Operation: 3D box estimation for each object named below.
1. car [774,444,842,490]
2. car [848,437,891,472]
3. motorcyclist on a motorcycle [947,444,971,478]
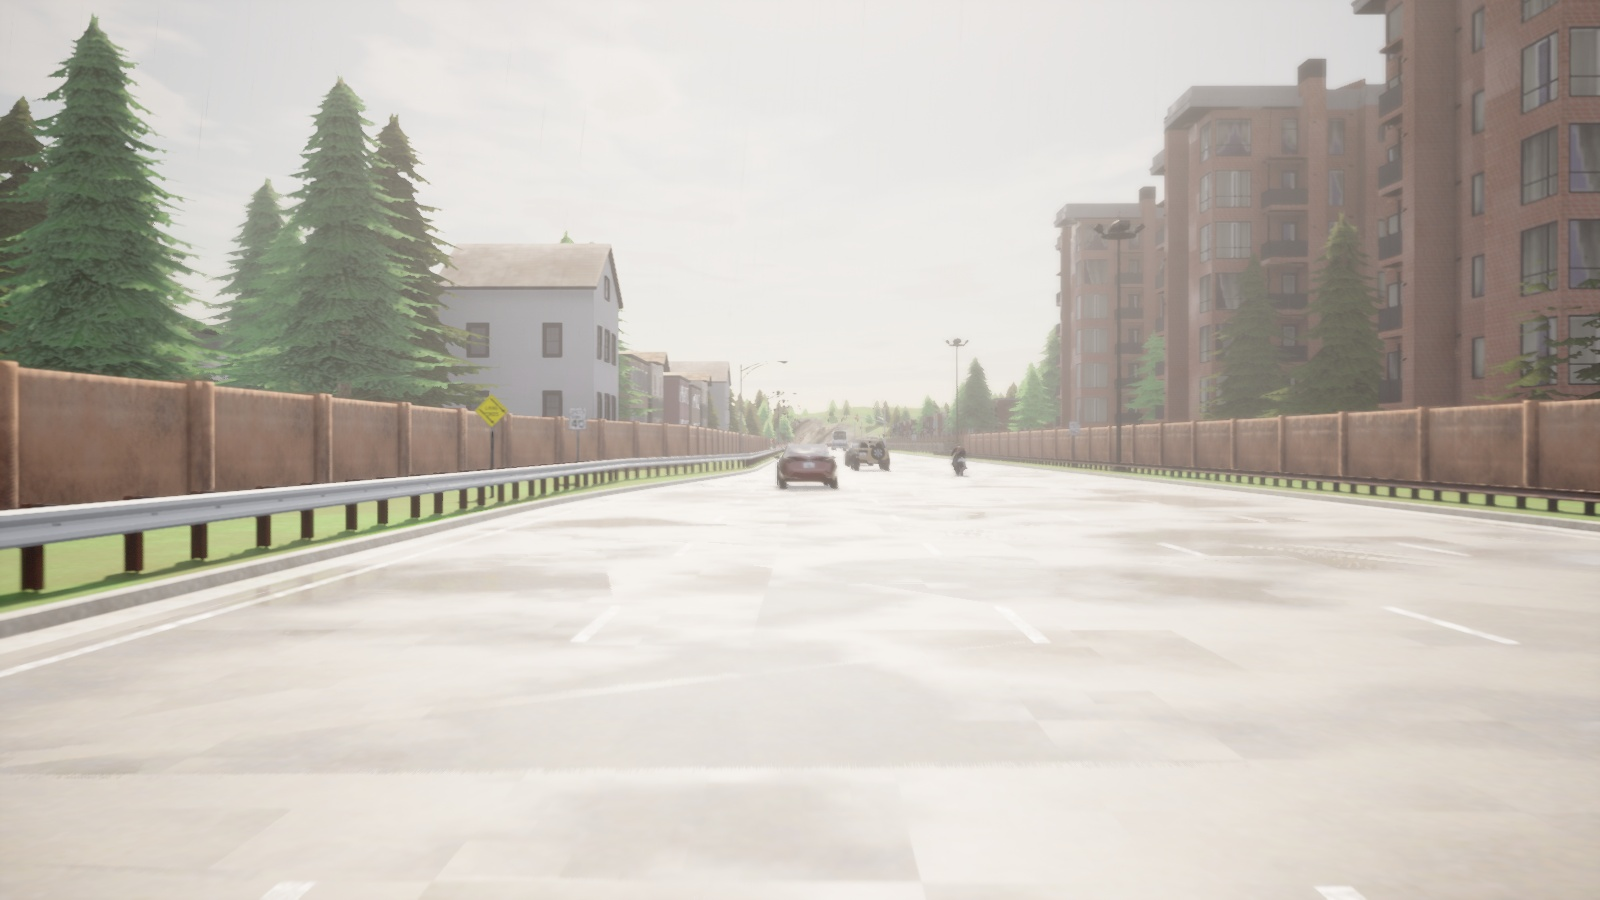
[{"bbox_3d":[0.221,0.535,43.120,2.163,1.488,4.792,0,0,-2],"label":"car"},{"bbox_3d":[3.850,0.224,69.915,1.932,1.855,4.605,1,0,-2],"label":"car"},{"bbox_3d":[7.347,0.502,58.147,0.866,1.530,2.191,0,0,0],"label":"motorcyclist on a motorcycle"}]
